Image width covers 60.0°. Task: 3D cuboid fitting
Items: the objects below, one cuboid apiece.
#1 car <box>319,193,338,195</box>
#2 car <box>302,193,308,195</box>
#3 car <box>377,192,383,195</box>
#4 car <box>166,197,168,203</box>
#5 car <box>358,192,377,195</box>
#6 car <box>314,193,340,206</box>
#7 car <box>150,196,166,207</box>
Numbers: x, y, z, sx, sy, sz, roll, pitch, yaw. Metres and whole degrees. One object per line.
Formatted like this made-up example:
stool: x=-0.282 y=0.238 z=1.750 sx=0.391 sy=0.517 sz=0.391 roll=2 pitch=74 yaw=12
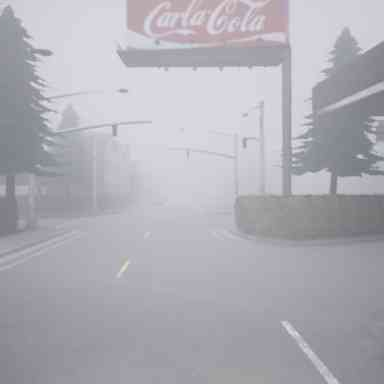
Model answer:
car: x=17.644 y=1.089 z=43.108 sx=1.905 sy=1.878 sz=3.866 roll=0 pitch=0 yaw=-2
car: x=23.100 y=1.084 z=68.587 sx=2.152 sy=1.636 sz=5.027 roll=0 pitch=0 yaw=-2
car: x=38.772 y=0.938 z=69.599 sx=1.932 sy=1.855 sz=4.605 roll=0 pitch=0 yaw=-2
car: x=-5.842 y=1.443 z=66.887 sx=2.033 sy=1.411 sz=5.357 roll=0 pitch=0 yaw=-2
car: x=35.884 y=0.935 z=69.076 sx=1.905 sy=1.878 sz=3.866 roll=0 pitch=0 yaw=-2
car: x=20.628 y=1.077 z=51.096 sx=1.932 sy=1.855 sz=4.605 roll=0 pitch=0 yaw=-2
car: x=-5.344 y=1.459 z=50.924 sx=1.812 sy=1.442 sz=4.674 roll=0 pitch=0 yaw=-2
